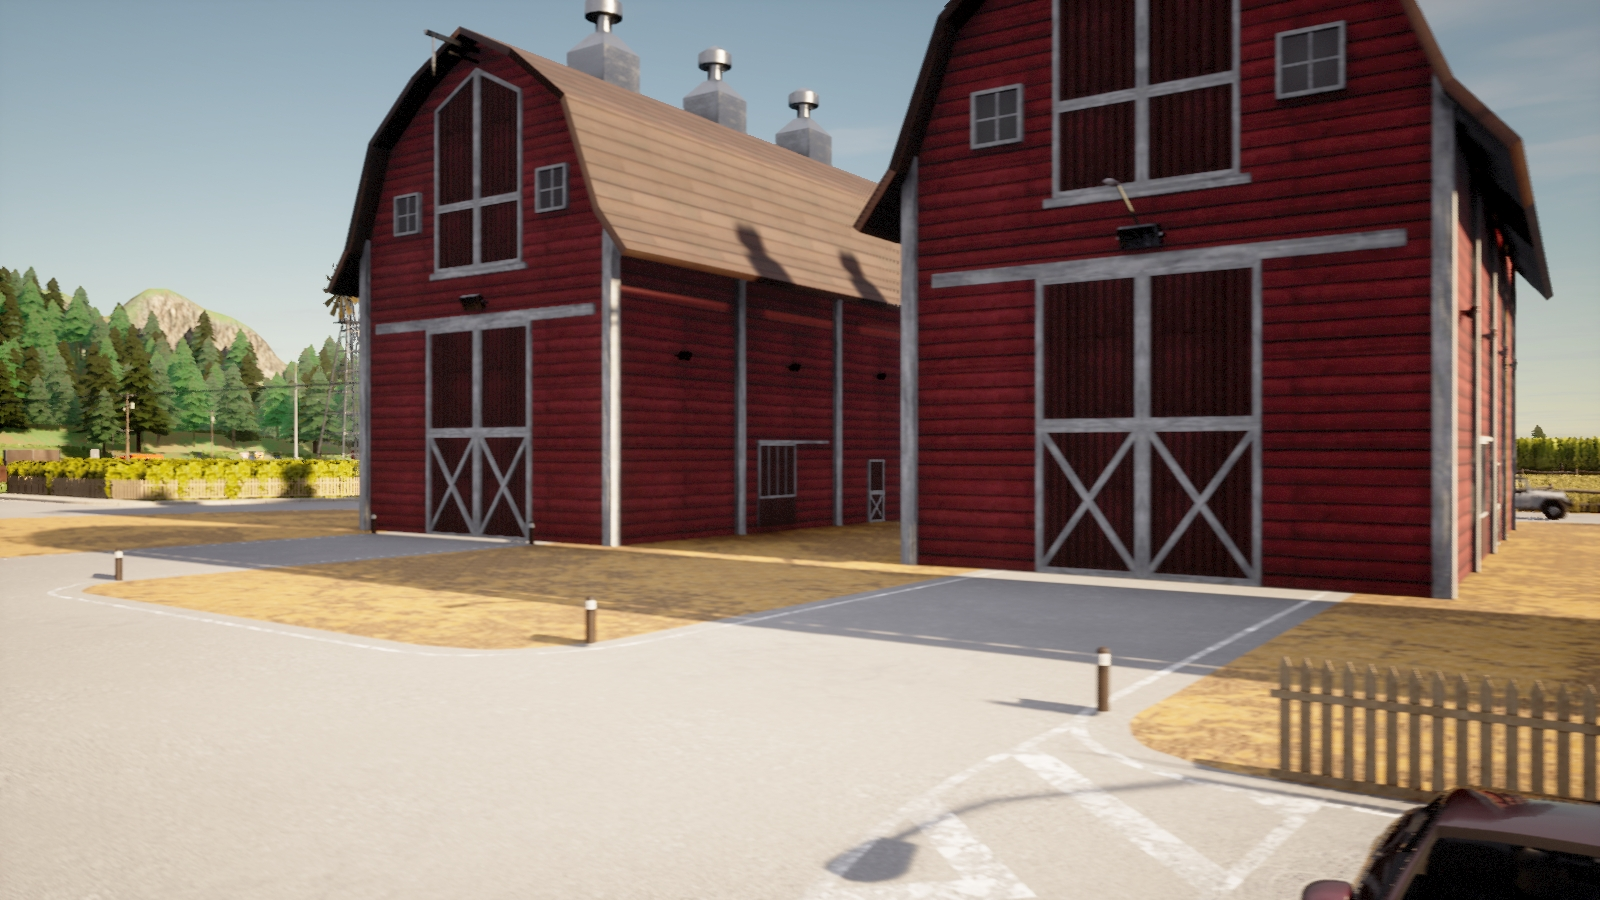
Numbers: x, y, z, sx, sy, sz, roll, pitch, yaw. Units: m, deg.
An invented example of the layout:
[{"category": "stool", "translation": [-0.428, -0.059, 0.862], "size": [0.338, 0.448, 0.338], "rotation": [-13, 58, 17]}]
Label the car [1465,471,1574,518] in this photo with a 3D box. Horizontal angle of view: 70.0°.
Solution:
[{"category": "car", "translation": [30.829, 1.857, 48.984], "size": [3.866, 1.878, 1.905], "rotation": [0, 0, 34]}]
